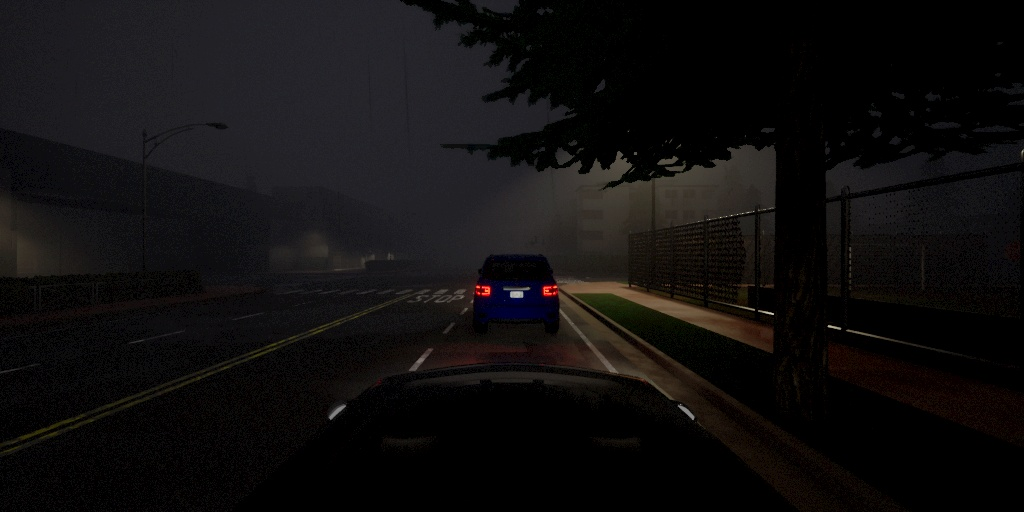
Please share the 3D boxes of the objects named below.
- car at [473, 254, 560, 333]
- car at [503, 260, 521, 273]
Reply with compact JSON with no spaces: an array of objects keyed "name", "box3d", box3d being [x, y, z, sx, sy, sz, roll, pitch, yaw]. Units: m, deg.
[{"name":"car","box3d":[0.113,0.972,10.857,2.150,2.045,5.566,0,0,0]},{"name":"car","box3d":[0.013,1.241,45.716,2.128,1.511,4.902,0,0,0]}]
